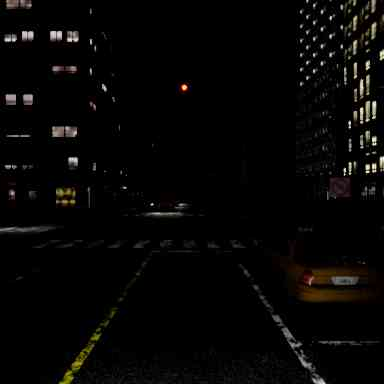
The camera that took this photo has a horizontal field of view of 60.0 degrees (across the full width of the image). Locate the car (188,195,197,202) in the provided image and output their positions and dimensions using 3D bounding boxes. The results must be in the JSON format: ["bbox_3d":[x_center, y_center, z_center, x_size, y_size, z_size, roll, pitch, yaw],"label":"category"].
[{"bbox_3d":[0.095,1.531,79.608,2.033,1.411,5.357,0,0,0],"label":"car"}]

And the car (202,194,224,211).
[{"bbox_3d":[2.734,1.332,40.411,2.192,1.841,5.009,0,0,0],"label":"car"}]

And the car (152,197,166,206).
[{"bbox_3d":[-5.626,1.588,57.001,2.008,1.369,4.403,0,0,0],"label":"car"}]

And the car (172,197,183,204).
[{"bbox_3d":[-2.930,1.656,67.356,1.895,1.301,4.718,0,0,0],"label":"car"}]

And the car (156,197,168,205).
[{"bbox_3d":[-5.619,1.591,62.526,1.887,1.381,4.507,0,0,0],"label":"car"}]

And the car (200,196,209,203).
[{"bbox_3d":[2.774,1.611,73.571,1.887,1.381,4.507,0,0,0],"label":"car"}]

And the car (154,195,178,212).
[{"bbox_3d":[-3.052,1.494,39.888,1.882,1.535,5.008,0,0,0],"label":"car"}]

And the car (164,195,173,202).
[{"bbox_3d":[-5.600,1.516,79.107,1.967,1.590,4.097,0,0,0],"label":"car"}]

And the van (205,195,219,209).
[{"bbox_3d":[2.740,1.364,45.937,1.690,1.788,3.998,0,0,0],"label":"van"}]

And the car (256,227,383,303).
[{"bbox_3d":[2.696,1.526,8.168,1.752,1.417,4.829,0,0,0],"label":"car"}]

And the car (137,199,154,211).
[{"bbox_3d":[-5.645,1.567,40.421,2.008,1.369,4.403,0,0,0],"label":"car"}]

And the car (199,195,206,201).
[{"bbox_3d":[2.794,1.625,90.321,1.752,1.417,4.829,0,0,0],"label":"car"}]

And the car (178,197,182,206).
[{"bbox_3d":[-3.030,1.556,52.106,1.812,1.442,4.674,0,0,0],"label":"car"}]

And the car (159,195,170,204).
[{"bbox_3d":[-5.613,1.496,68.054,1.967,1.590,4.097,0,0,0],"label":"car"}]

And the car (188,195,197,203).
[{"bbox_3d":[0.082,1.536,69.190,1.882,1.535,5.008,0,0,0],"label":"car"}]

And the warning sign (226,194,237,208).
[{"bbox_3d":[5.124,1.135,43.665,1.300,1.860,1.060,0,0,0],"label":"warning sign"}]

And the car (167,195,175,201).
[{"bbox_3d":[-5.586,1.624,89.991,1.752,1.417,4.829,0,0,0],"label":"car"}]

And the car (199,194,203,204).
[{"bbox_3d":[2.760,1.362,62.517,2.192,1.841,5.009,0,0,0],"label":"car"}]

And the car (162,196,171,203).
[{"bbox_3d":[-5.606,1.648,73.581,1.802,1.307,4.206,0,0,0],"label":"car"}]
